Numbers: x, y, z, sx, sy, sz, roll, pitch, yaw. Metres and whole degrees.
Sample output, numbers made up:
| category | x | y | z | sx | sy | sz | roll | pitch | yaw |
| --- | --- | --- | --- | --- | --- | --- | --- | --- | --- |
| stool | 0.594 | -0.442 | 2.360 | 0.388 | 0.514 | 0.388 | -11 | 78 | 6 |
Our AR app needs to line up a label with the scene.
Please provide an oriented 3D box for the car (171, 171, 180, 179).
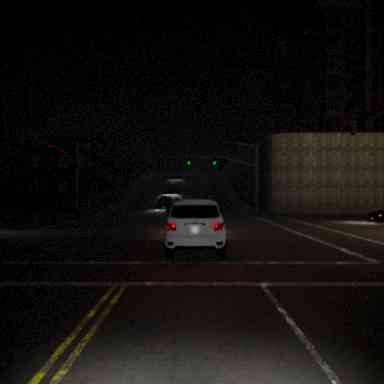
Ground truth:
| category | x | y | z | sx | sy | sz | roll | pitch | yaw |
| --- | --- | --- | --- | --- | --- | --- | --- | --- | --- |
| car | -3.509 | -3.896 | 73.545 | 2.033 | 1.411 | 5.357 | 0 | 12 | 0 |

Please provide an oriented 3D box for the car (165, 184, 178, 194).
| category | x | y | z | sx | sy | sz | roll | pitch | yaw |
| --- | --- | --- | --- | --- | --- | --- | --- | --- | --- |
| car | -3.552 | -0.638 | 58.204 | 1.994 | 1.385 | 4.181 | 0 | 11 | 0 |

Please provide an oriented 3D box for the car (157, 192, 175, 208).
| category | x | y | z | sx | sy | sz | roll | pitch | yaw |
| --- | --- | --- | --- | --- | --- | --- | --- | --- | --- |
| car | -3.589 | 1.280 | 44.290 | 2.033 | 1.411 | 5.357 | 0 | 5 | 0 |

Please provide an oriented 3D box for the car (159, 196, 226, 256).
| category | x | y | z | sx | sy | sz | roll | pitch | yaw |
| --- | --- | --- | --- | --- | --- | --- | --- | --- | --- |
| car | 0.097 | 1.286 | 13.489 | 2.150 | 2.045 | 5.566 | 0 | 0 | 0 |

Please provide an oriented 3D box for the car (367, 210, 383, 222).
| category | x | y | z | sx | sy | sz | roll | pitch | yaw |
| --- | --- | --- | --- | --- | --- | --- | --- | --- | --- |
| car | 16.638 | 1.665 | 25.833 | 5.357 | 1.411 | 2.033 | 0 | 0 | 0 |
